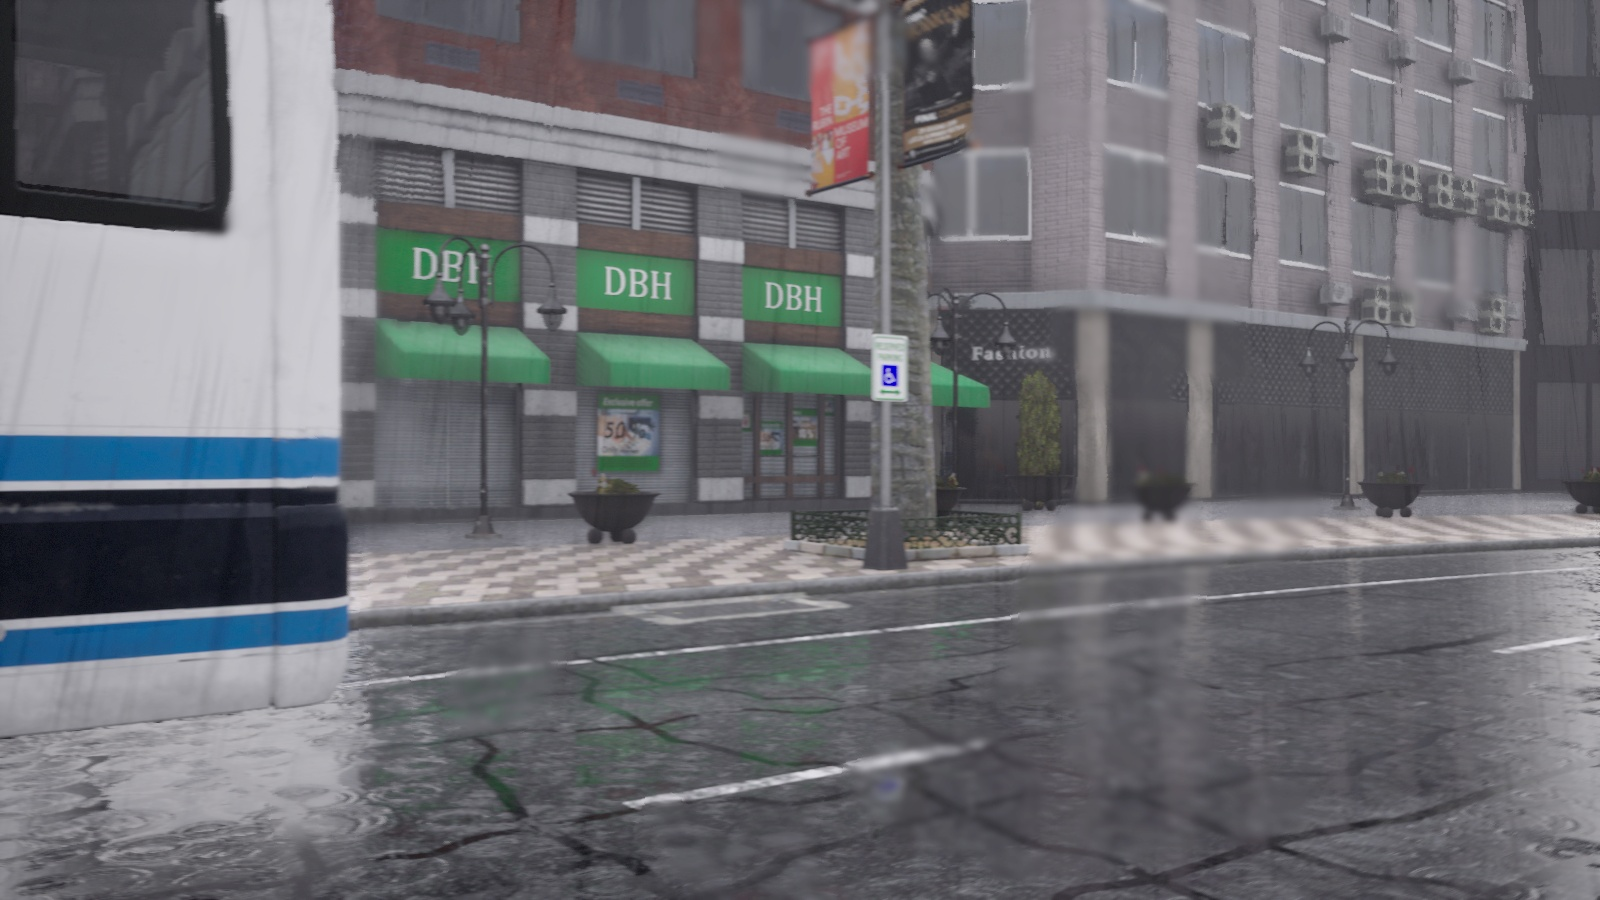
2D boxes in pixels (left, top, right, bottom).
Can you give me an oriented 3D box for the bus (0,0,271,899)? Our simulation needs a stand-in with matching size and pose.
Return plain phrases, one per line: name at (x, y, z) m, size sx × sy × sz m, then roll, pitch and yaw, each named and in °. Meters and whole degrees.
bus at (-7.144, -0.609, 2.956) m, size 10.273 × 4.253 × 3.944 m, roll 0°, pitch 0°, yaw -35°
